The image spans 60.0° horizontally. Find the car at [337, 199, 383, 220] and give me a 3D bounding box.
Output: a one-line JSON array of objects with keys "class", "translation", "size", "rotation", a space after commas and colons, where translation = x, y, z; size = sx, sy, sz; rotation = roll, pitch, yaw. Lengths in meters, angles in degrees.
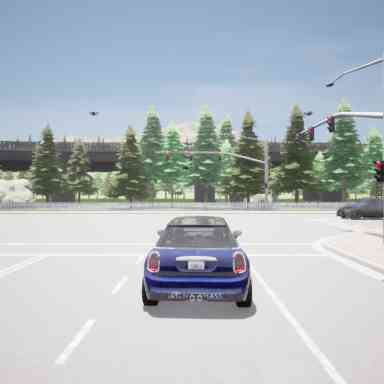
[{"class": "car", "translation": [13.908, 1.508, 26.692], "size": [4.181, 1.385, 1.994], "rotation": [0, 0, -2]}]

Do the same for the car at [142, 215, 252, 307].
[{"class": "car", "translation": [0.173, 1.352, 8.152], "size": [2.097, 1.767, 4.553], "rotation": [0, 0, 3]}]
